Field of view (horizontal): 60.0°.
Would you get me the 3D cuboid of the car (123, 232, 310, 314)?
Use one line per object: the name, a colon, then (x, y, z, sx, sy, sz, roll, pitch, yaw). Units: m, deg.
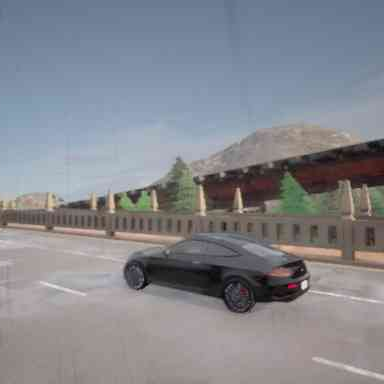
car: (0.382, 1.706, 8.004, 4.674, 1.442, 1.812, -1, -2, 36)
